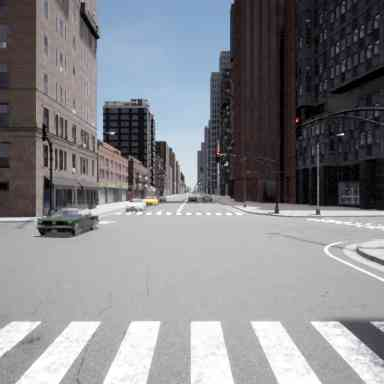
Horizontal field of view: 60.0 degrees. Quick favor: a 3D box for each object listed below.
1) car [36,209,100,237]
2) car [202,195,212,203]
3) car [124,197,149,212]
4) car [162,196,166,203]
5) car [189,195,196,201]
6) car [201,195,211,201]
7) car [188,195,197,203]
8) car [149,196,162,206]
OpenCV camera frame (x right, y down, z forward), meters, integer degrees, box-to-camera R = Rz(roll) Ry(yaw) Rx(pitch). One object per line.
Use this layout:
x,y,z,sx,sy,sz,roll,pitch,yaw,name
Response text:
-6.557,1.577,18.049,1.895,1.301,4.718,1,-1,0,car
3.357,1.531,70.984,2.128,1.511,4.902,0,0,0,car
-6.539,1.532,38.973,1.812,1.442,4.674,0,0,0,car
-6.397,1.557,68.903,1.994,1.385,4.181,0,0,0,car
0.122,1.451,81.408,1.882,1.535,5.008,0,0,0,car
3.372,1.498,81.404,2.128,1.511,4.902,0,0,0,car
0.107,1.484,70.989,1.882,1.535,5.008,0,0,0,car
-6.510,1.487,53.898,1.882,1.535,5.008,0,0,0,car
